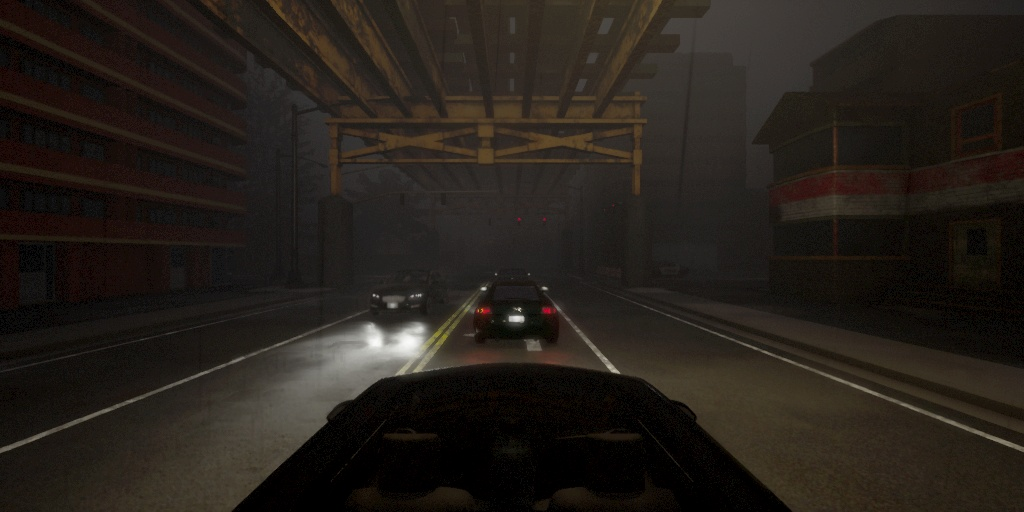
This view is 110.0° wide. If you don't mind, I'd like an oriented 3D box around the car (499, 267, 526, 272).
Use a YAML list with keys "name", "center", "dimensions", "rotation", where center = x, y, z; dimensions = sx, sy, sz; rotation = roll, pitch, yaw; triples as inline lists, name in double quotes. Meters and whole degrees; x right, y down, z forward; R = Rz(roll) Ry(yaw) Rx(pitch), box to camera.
- name: "car"
  center: [0.032, 1.280, 19.616]
  dimensions: [2.033, 1.411, 5.357]
  rotation: [0, 0, 0]

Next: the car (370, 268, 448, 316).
- name: "car"
  center: [-3.624, 1.233, 13.339]
  dimensions: [2.128, 1.511, 4.902]
  rotation: [0, 0, 0]

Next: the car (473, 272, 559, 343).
- name: "car"
  center: [0.076, 1.311, 9.666]
  dimensions: [1.994, 1.385, 4.181]
  rotation: [0, 0, -1]
